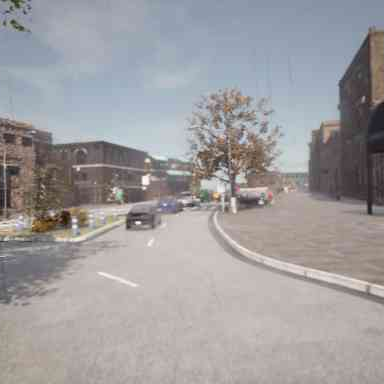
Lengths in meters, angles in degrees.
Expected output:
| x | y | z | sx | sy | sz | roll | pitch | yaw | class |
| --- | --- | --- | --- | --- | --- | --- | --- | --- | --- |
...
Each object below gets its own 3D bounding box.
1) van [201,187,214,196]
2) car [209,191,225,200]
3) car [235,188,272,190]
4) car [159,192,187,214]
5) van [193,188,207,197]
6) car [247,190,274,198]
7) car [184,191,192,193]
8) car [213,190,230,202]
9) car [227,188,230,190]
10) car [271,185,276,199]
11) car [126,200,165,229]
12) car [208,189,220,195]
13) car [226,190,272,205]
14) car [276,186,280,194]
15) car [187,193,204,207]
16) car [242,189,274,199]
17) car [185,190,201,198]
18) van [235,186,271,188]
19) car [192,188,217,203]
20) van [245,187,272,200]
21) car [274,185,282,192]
| x | y | z | sx | sy | sz | roll | pitch | yaw | class |
| --- | --- | --- | --- | --- | --- | --- | --- | --- | --- |
| 4.045 | -0.142 | 87.524 | 1.878 | 1.987 | 4.442 | -2 | 1 | 23 | van |
| 4.773 | 0.597 | 62.907 | 1.882 | 1.535 | 5.008 | -2 | 1 | 18 | car |
| 8.006 | 0.718 | 44.845 | 4.553 | 1.767 | 2.185 | -2 | 1 | 14 | car |
| -2.234 | 1.215 | 33.886 | 2.097 | 1.767 | 4.553 | -2 | 1 | 10 | car |
| 2.048 | 0.033 | 82.360 | 1.878 | 1.987 | 4.442 | -2 | 1 | 21 | van |
| 13.010 | 0.350 | 63.188 | 4.674 | 1.452 | 2.002 | -2 | 1 | 18 | car |
| -1.592 | 0.623 | 72.044 | 2.097 | 1.535 | 5.008 | -2 | 1 | 19 | car |
| 5.089 | 0.837 | 52.879 | 1.812 | 1.442 | 4.674 | -2 | 1 | 15 | car |
| 7.776 | 0.574 | 62.453 | 2.033 | 1.411 | 5.357 | -2 | 1 | 18 | car |
| 9.354 | 0.453 | 50.174 | 5.566 | 2.045 | 2.435 | -2 | 1 | 15 | car |
| -3.191 | 1.569 | 22.461 | 1.837 | 1.490 | 4.892 | -2 | 1 | 1 | car |
| 6.232 | -0.037 | 92.762 | 2.002 | 1.452 | 4.674 | -2 | 1 | 23 | car |
| 7.293 | 0.914 | 42.188 | 4.892 | 1.521 | 2.231 | -2 | 1 | 14 | car |
| 15.544 | 0.039 | 70.972 | 4.892 | 1.521 | 2.231 | -2 | 1 | 19 | car |
| -0.264 | 1.249 | 43.642 | 1.895 | 1.301 | 4.718 | -2 | 1 | 14 | car |
| 12.035 | 0.397 | 60.632 | 5.366 | 1.575 | 1.946 | -2 | 1 | 17 | car |
| 0.181 | 0.473 | 77.241 | 2.163 | 1.488 | 4.792 | -2 | 1 | 20 | car |
| 8.541 | 0.552 | 47.550 | 4.442 | 1.987 | 1.878 | -2 | 1 | 14 | van |
| 2.103 | 0.621 | 53.319 | 2.150 | 2.045 | 5.566 | -2 | 1 | 15 | car |
| 11.548 | 0.249 | 57.921 | 4.442 | 1.987 | 1.878 | -2 | 1 | 16 | van |
| 17.395 | -0.130 | 76.243 | 4.792 | 1.488 | 2.163 | -2 | 1 | 21 | car |
